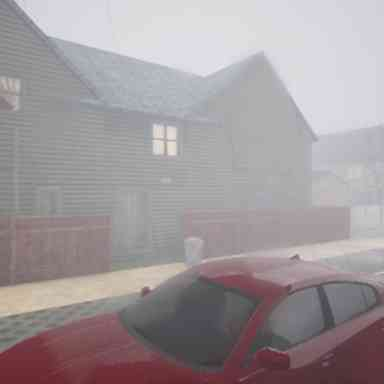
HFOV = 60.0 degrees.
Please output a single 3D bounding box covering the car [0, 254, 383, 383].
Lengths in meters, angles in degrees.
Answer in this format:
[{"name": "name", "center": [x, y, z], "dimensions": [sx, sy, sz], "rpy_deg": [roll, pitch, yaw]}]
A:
[{"name": "car", "center": [0.559, 1.498, 3.469], "dimensions": [5.008, 1.535, 1.882], "rpy_deg": [1, 0, -35]}]
